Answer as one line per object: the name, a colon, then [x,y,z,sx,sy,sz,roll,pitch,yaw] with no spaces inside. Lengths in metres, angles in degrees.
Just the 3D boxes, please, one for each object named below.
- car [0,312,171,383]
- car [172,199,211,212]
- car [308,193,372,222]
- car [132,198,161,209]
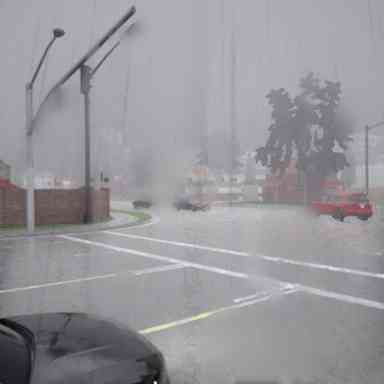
car: [-2.406,1.503,2.038,4.892,1.490,1.837,0,0,-36]
car: [-0.175,1.455,37.099,2.033,1.411,5.357,-1,0,-37]
car: [11.120,1.081,25.361,2.150,2.045,5.566,0,0,-11]
car: [-6.209,1.515,45.120,1.895,1.301,4.718,-1,0,-37]
